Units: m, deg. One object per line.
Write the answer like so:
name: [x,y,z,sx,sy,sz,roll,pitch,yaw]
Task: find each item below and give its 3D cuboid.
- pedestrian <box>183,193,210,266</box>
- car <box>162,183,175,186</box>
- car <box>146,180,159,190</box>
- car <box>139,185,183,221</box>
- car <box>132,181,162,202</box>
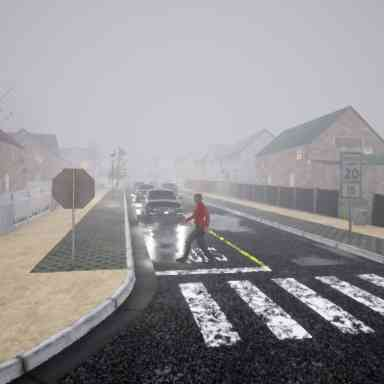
pedestrian: [0.120,0.879,8.142,0.375,1.860,0.375,3,-1,-12]
car: [-2.837,-0.345,38.075,1.882,1.535,5.008,0,3,-12]
car: [-6.775,-1.221,57.081,1.812,1.442,4.674,0,3,-12]
car: [-1.692,0.612,18.006,1.837,1.490,4.892,0,3,-12]
car: [-4.021,0.064,29.280,1.837,1.490,4.892,0,3,-12]
